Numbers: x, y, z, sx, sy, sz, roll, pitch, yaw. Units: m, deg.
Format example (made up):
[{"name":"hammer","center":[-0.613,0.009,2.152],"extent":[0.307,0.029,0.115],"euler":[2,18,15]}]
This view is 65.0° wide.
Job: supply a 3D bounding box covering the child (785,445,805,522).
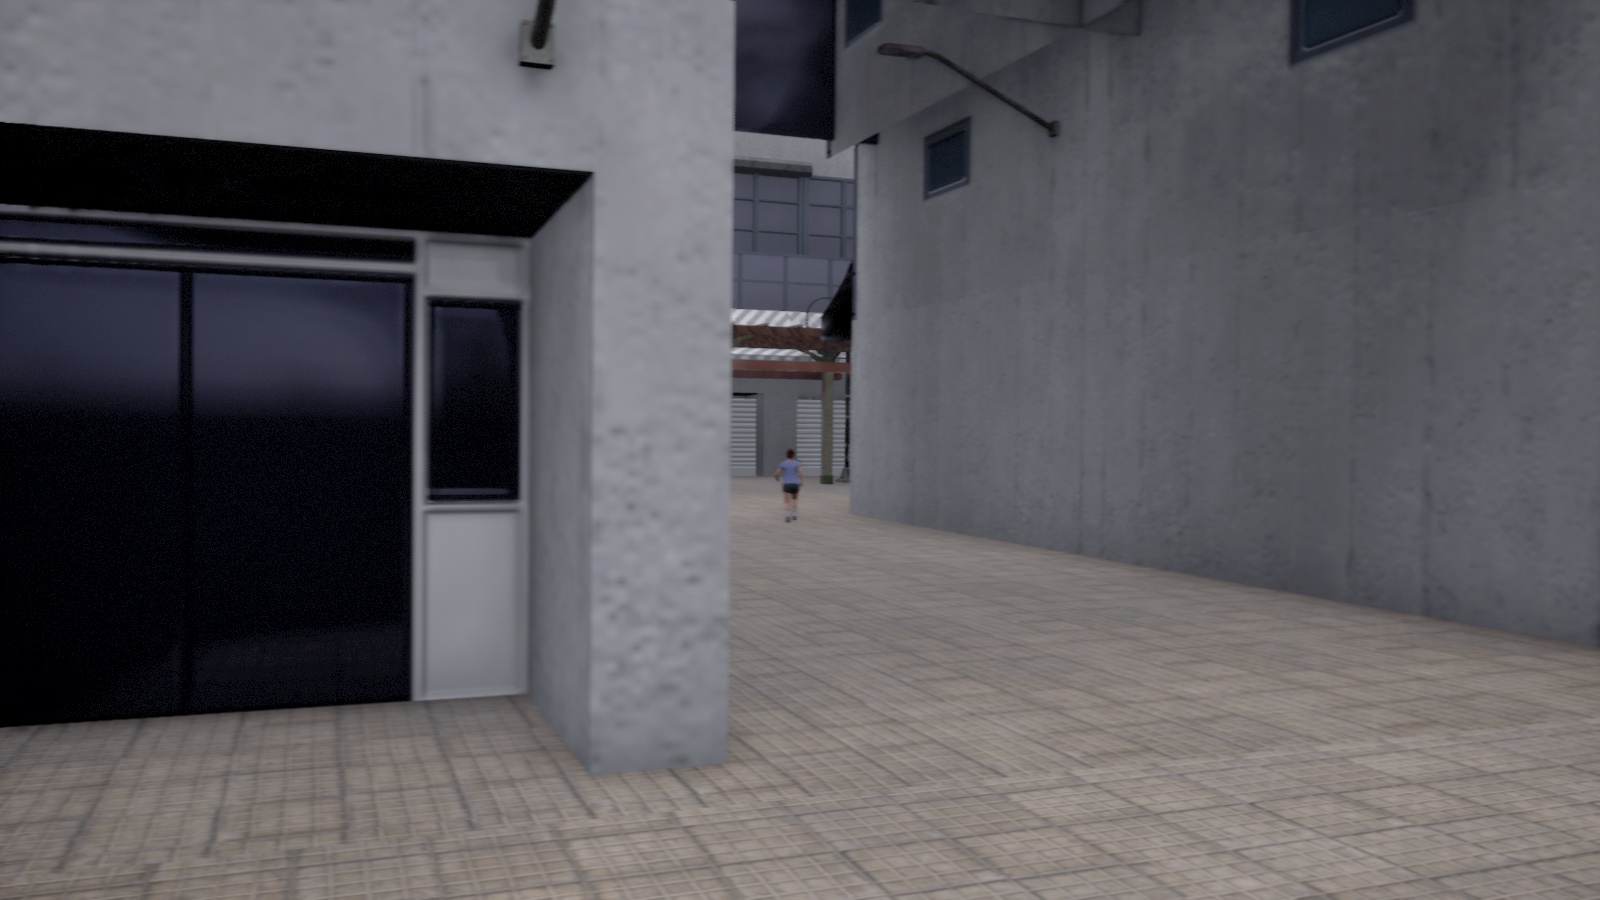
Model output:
[{"name":"child","center":[-0.076,0.480,18.241],"extent":[0.255,1.110,0.394],"euler":[-1,1,-3]}]
